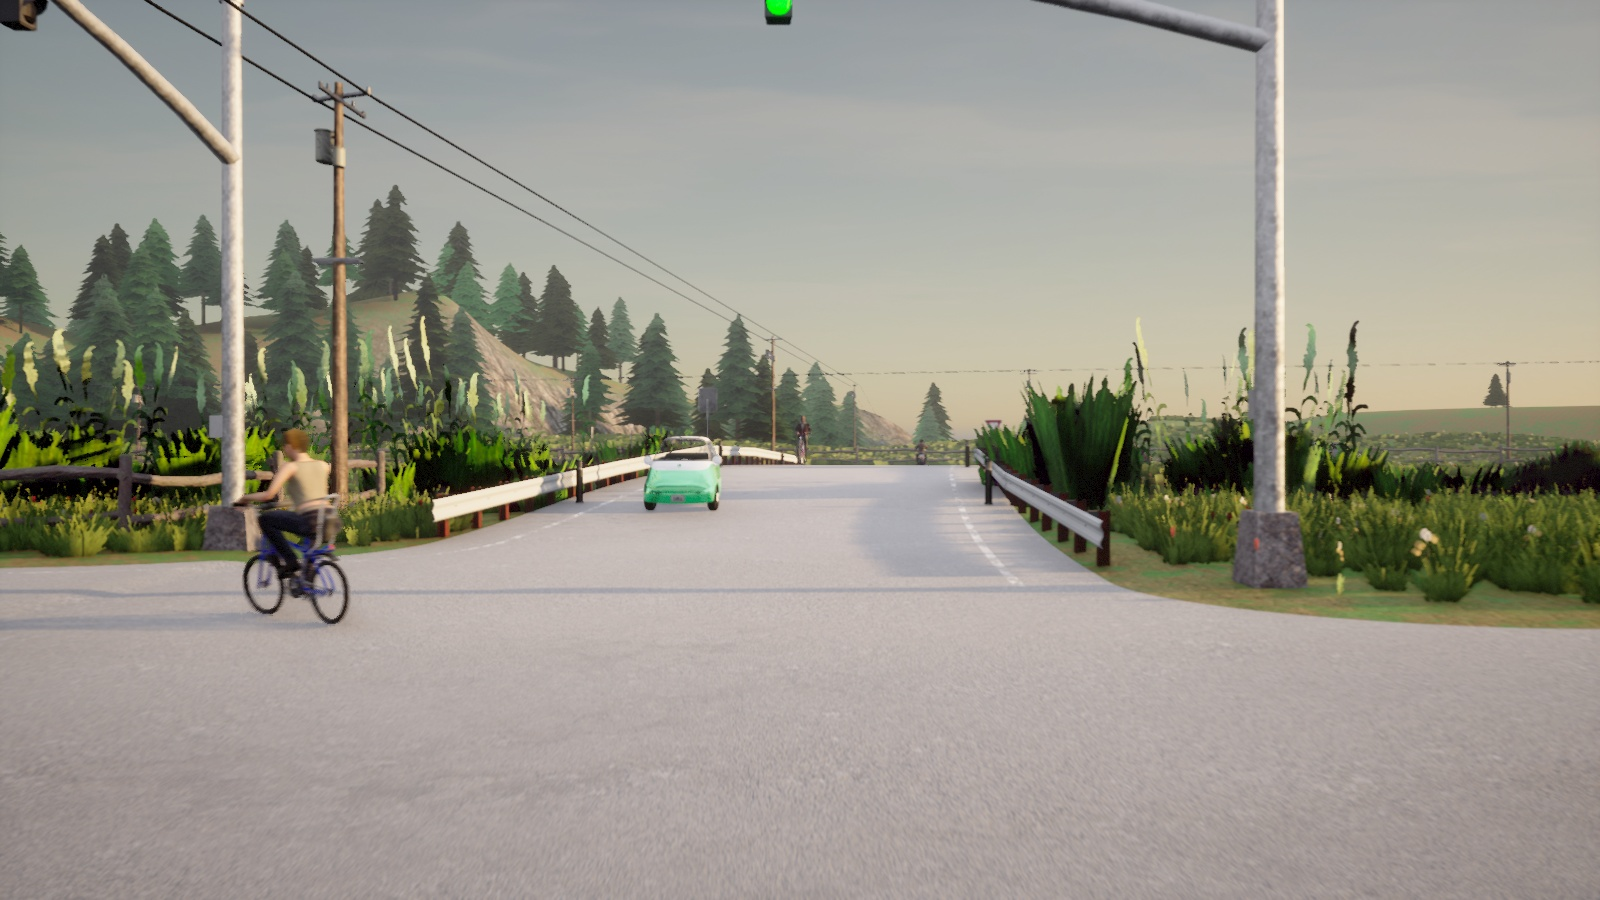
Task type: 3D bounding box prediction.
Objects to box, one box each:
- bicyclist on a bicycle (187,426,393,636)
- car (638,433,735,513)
[{"bbox_3d":[-4.294,0.622,10.554,1.509,1.612,0.866,0,3,35],"label":"bicyclist on a bicycle"},{"bbox_3d":[-2.146,0.401,24.201,1.481,1.376,2.207,0,3,5],"label":"car"}]
